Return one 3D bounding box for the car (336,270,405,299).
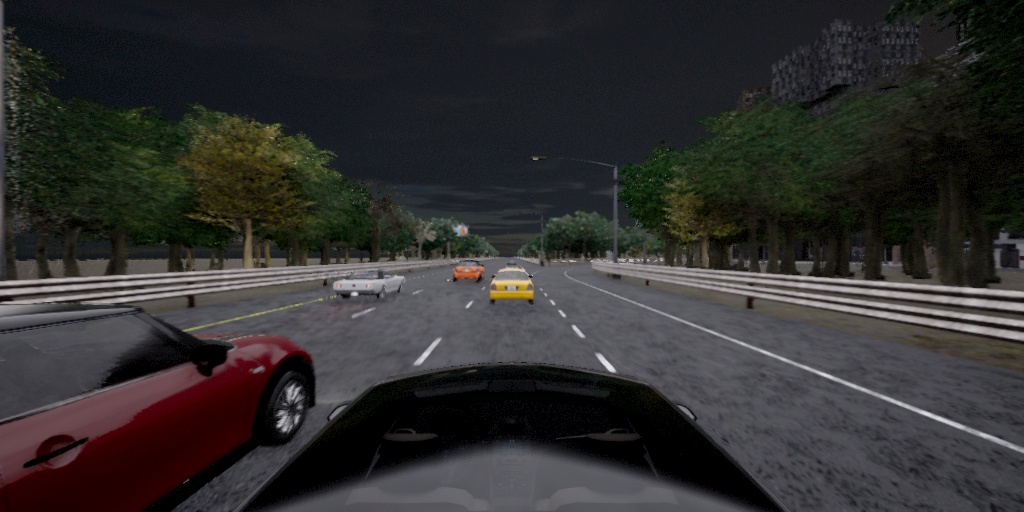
[{"bbox_3d":[-6.904,1.355,17.949,1.895,1.301,4.718,0,0,0],"label":"car"}]

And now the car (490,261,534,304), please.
[{"bbox_3d":[-0.008,1.210,16.370,1.801,1.575,5.366,0,0,0],"label":"car"}]

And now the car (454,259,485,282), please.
[{"bbox_3d":[-3.407,1.109,29.186,2.097,1.767,4.553,0,0,0],"label":"car"}]

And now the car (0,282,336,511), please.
[{"bbox_3d":[-3.401,1.102,2.445,2.097,1.767,4.553,0,0,0],"label":"car"}]
